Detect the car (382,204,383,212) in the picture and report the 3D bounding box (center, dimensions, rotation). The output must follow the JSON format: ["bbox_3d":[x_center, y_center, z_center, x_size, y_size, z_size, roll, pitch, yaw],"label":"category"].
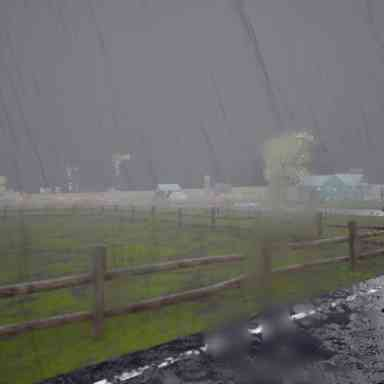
[{"bbox_3d":[23.147,1.764,35.767,1.837,1.490,4.892,-1,2,-36],"label":"car"}]

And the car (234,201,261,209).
[{"bbox_3d":[9.202,2.139,55.225,1.895,1.301,4.718,-1,0,-36],"label":"car"}]
